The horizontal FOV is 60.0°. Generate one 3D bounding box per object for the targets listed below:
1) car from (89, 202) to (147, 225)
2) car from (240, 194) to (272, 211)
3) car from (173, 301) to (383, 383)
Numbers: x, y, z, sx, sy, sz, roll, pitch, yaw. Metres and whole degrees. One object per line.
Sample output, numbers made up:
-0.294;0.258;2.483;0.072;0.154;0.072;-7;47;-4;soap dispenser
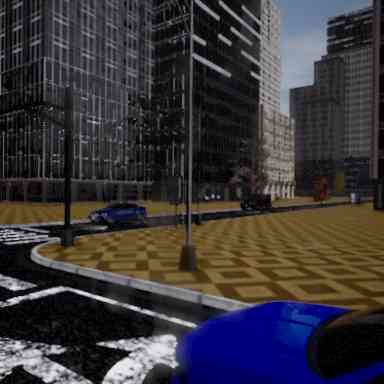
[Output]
-5.252;1.477;24.213;1.812;1.442;4.674;1;0;36;car
8.213;1.277;42.290;2.150;2.045;5.566;1;0;37;car
2.103;1.481;2.189;5.008;1.535;1.882;0;0;35;car
